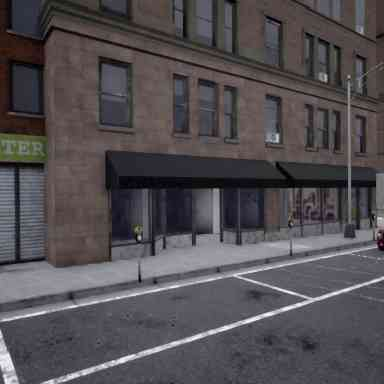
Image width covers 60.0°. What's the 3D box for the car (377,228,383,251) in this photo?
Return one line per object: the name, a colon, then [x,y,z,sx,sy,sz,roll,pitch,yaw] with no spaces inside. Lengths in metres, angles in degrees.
car: [8.899,1.541,12.894,4.507,1.381,1.887,0,-1,-36]
